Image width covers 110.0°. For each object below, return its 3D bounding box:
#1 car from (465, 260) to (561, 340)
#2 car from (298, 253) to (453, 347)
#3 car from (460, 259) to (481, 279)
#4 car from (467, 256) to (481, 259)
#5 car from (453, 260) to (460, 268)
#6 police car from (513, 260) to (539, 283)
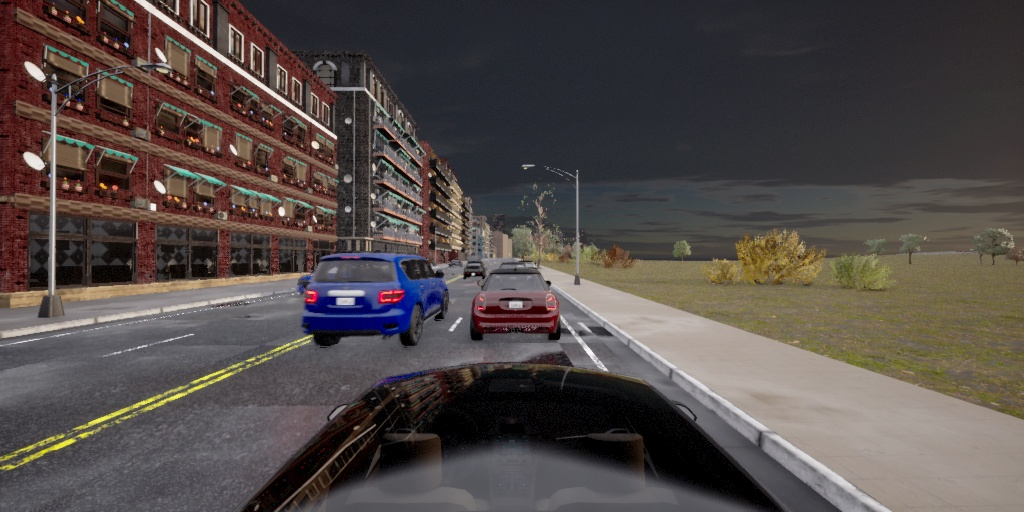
[{"bbox_3d":[0.075,1.103,10.091,2.097,1.767,4.553,0,0,0],"label":"car"},{"bbox_3d":[-3.168,0.970,9.494,2.150,2.045,5.566,0,0,0],"label":"car"},{"bbox_3d":[-3.216,1.259,32.218,1.837,1.490,4.892,0,0,0],"label":"car"},{"bbox_3d":[-6.691,0.972,63.285,2.150,2.045,5.566,0,0,0],"label":"car"},{"bbox_3d":[-9.940,1.315,63.098,1.994,1.385,4.181,0,0,0],"label":"car"},{"bbox_3d":[1.078,1.179,29.359,1.930,1.638,5.238,0,0,0],"label":"police car"}]
